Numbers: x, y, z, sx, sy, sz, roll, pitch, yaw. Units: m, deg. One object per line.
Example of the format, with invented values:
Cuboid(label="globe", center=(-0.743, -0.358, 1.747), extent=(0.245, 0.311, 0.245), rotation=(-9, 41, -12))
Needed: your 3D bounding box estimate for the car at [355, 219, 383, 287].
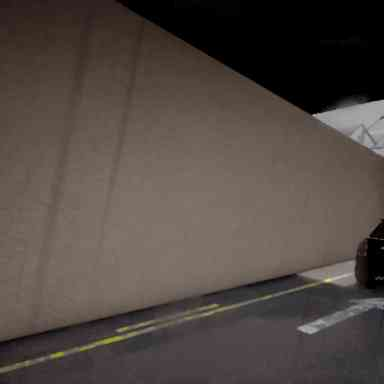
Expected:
Cuboid(label="car", center=(5.972, 1.313, 8.026), extent=(4.553, 1.767, 2.097), rotation=(0, 0, -36))
